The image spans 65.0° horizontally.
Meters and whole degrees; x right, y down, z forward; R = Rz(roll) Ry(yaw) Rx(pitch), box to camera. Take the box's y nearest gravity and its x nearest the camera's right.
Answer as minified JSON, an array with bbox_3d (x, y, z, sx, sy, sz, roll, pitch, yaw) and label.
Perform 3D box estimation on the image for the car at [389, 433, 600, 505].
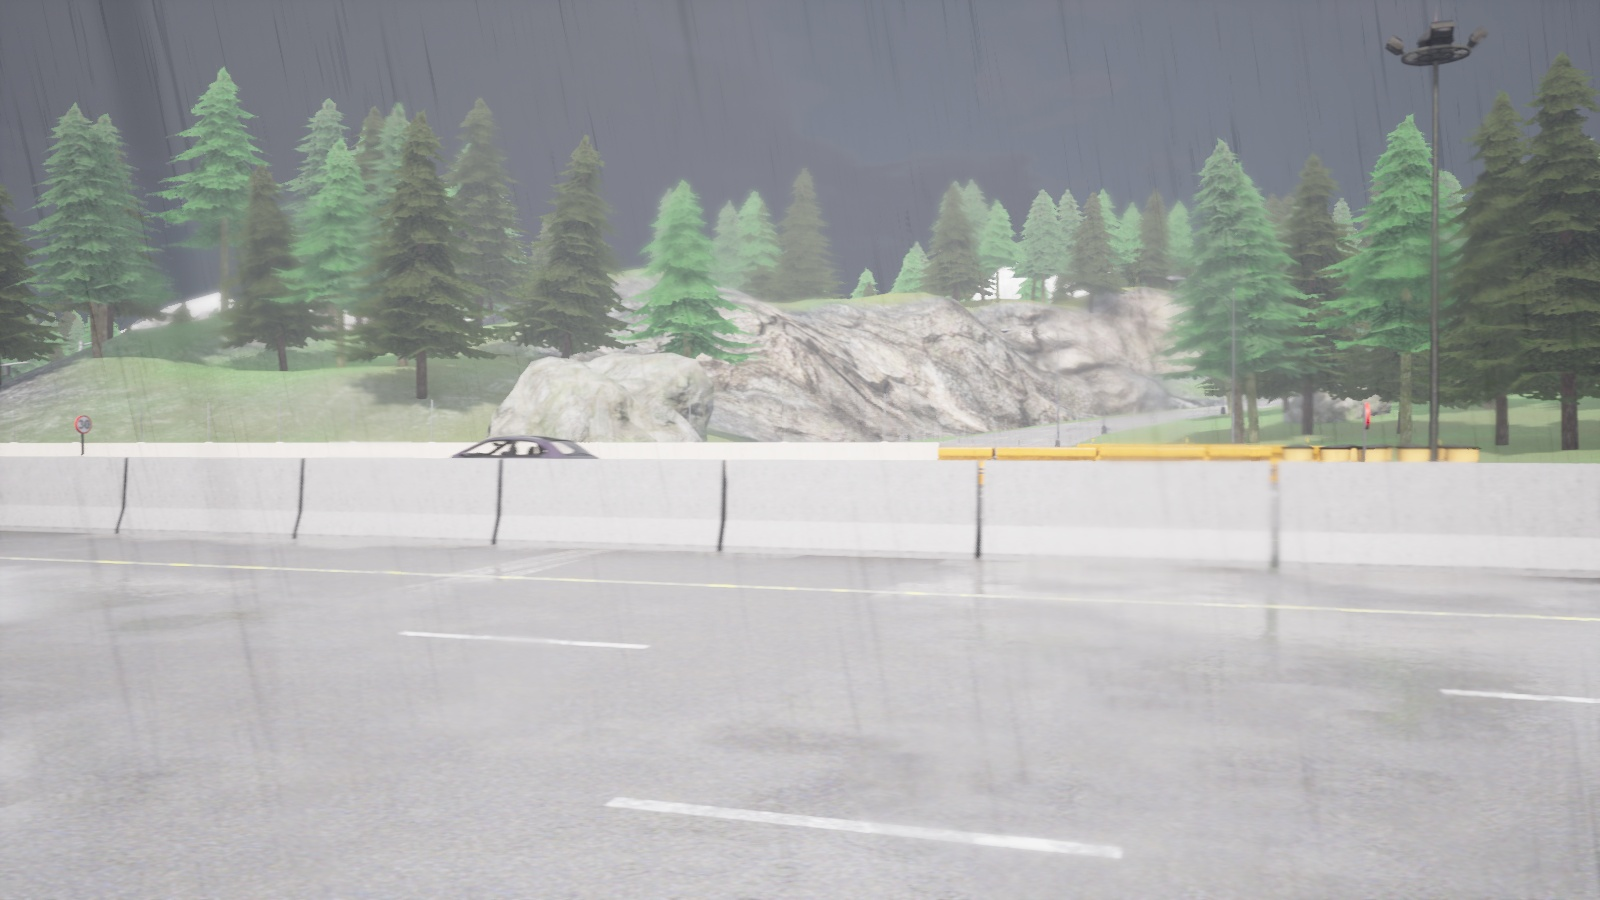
[{"bbox_3d":[-6.700,0.373,27.602,4.193,1.474,1.816,0,1,19],"label":"car"}]
